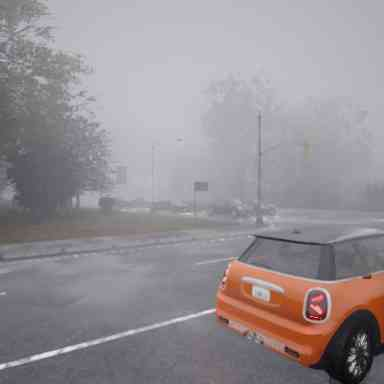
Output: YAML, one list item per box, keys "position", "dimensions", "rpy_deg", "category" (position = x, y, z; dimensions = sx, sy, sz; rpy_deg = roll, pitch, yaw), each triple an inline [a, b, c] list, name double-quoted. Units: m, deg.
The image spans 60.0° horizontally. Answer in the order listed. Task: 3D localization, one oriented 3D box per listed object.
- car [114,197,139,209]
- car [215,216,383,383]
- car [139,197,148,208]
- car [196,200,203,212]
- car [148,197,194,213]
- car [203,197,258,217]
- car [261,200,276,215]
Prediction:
- position: [-9.928, 1.469, 46.828]
  dimensions: [1.882, 1.535, 5.008]
  rpy_deg: [0, 0, -38]
  category: "car"
- position: [2.636, 1.352, 5.599]
  dimensions: [4.553, 1.767, 2.097]
  rpy_deg: [0, 0, -35]
  category: "car"
- position: [-6.935, 1.465, 48.685]
  dimensions: [1.882, 1.535, 5.008]
  rpy_deg: [0, 0, -39]
  category: "car"
- position: [0.375, 1.587, 39.502]
  dimensions: [1.895, 1.301, 4.718]
  rpy_deg: [0, 0, -39]
  category: "car"
- position: [-2.406, 1.537, 37.374]
  dimensions: [2.033, 1.411, 5.357]
  rpy_deg: [0, 0, -39]
  category: "car"
- position: [3.499, 1.341, 29.966]
  dimensions: [2.097, 1.767, 4.553]
  rpy_deg: [0, 0, -38]
  category: "car"
- position: [5.977, 1.337, 32.473]
  dimensions: [2.097, 1.767, 4.553]
  rpy_deg: [0, 0, -39]
  category: "car"
